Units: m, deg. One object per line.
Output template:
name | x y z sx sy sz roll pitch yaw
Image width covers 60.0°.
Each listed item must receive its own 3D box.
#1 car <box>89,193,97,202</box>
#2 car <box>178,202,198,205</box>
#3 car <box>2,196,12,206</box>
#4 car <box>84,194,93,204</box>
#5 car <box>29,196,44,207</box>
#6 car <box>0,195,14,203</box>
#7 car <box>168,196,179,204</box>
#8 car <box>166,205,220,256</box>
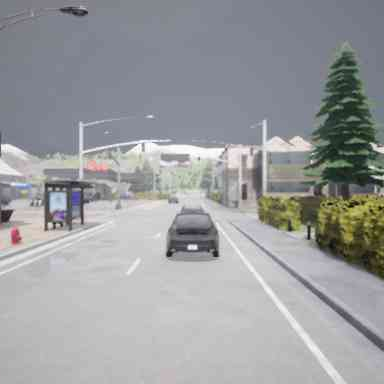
car | -22.652 1.248 74.598 1.905 1.878 3.866 0 0 0
car | 0.028 1.673 27.467 1.895 1.301 4.718 0 -3 0
car | -29.000 1.331 49.326 2.152 1.636 5.027 0 0 0
car | -18.943 1.474 56.730 2.007 1.523 4.514 0 0 0
car | -22.584 1.410 49.670 1.970 1.475 3.806 0 0 0
car | -38.373 1.471 67.393 2.007 1.523 4.514 0 0 0
car | -3.545 1.461 63.541 1.882 1.535 5.008 0 0 1
car | 0.041 1.503 13.024 1.837 1.490 4.892 0 0 1
